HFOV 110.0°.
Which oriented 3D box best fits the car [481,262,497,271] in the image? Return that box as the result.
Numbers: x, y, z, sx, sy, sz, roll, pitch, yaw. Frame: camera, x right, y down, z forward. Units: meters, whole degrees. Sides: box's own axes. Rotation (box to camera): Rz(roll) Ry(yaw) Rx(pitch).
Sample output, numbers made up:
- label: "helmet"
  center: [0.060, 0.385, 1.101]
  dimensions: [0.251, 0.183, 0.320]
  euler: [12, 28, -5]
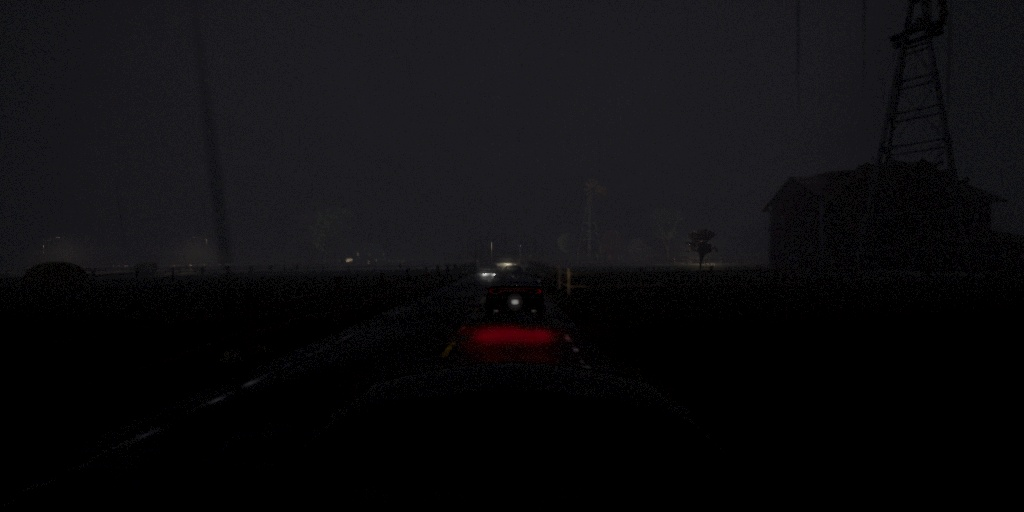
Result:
- label: "car"
  center: [-2.834, 1.519, 46.938]
  dimensions: [1.994, 1.385, 4.181]
  euler: [0, 0, 0]

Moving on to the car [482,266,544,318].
- label: "car"
  center: [0.076, 1.277, 13.267]
  dimensions: [1.882, 1.535, 5.008]
  euler: [0, -1, 0]
